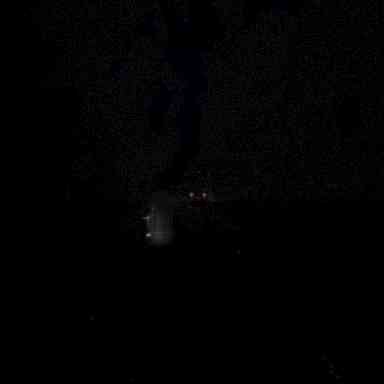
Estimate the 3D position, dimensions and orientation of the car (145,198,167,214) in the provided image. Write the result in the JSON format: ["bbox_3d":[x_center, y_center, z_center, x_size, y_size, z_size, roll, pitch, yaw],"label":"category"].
[{"bbox_3d":[-3.602,1.407,33.827,2.128,1.511,4.902,0,0,0],"label":"car"}]

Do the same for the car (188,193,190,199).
[{"bbox_3d":[-0.038,1.076,84.433,2.128,1.511,4.902,0,0,0],"label":"car"}]

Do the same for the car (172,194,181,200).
[{"bbox_3d":[-3.535,1.085,76.402,1.994,1.385,4.181,0,0,0],"label":"car"}]

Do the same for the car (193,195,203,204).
[{"bbox_3d":[1.022,1.355,59.521,1.812,1.442,4.674,0,0,0],"label":"car"}]

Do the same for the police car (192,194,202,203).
[{"bbox_3d":[1.019,1.230,65.635,1.930,1.638,5.238,0,0,0],"label":"police car"}]

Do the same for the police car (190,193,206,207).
[{"bbox_3d":[1.026,1.290,49.623,1.930,1.638,5.238,0,0,0],"label":"police car"}]
